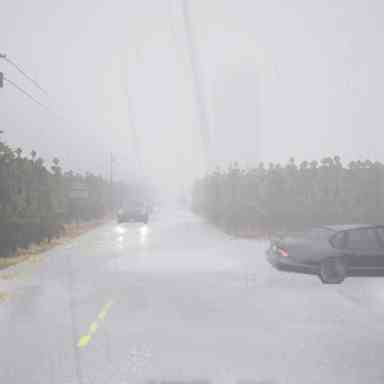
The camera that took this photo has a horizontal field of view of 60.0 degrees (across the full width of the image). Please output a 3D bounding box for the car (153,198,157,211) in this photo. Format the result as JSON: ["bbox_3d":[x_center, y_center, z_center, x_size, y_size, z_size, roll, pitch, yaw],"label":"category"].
[{"bbox_3d":[-5.039,1.558,34.689,1.994,1.385,4.181,0,0,-4],"label":"car"}]

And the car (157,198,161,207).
[{"bbox_3d":[-5.739,1.556,49.641,1.994,1.385,4.181,0,0,0],"label":"car"}]

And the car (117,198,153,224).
[{"bbox_3d":[-4.253,1.348,24.789,2.097,1.767,4.553,0,0,-4],"label":"car"}]

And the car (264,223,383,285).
[{"bbox_3d":[4.703,1.546,8.856,5.357,1.411,2.033,0,0,0],"label":"car"}]

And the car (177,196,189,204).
[{"bbox_3d":[-1.777,1.515,65.647,1.812,1.442,4.674,0,0,4],"label":"car"}]
